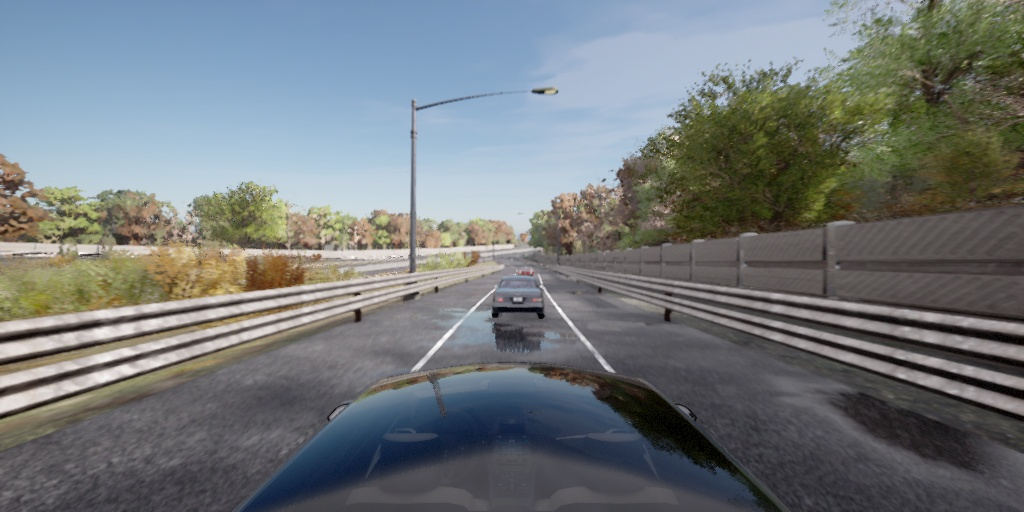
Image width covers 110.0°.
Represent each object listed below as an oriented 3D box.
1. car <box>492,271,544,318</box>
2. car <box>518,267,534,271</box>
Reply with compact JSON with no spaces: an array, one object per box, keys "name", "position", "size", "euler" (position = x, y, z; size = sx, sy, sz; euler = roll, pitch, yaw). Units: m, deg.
[{"name":"car","position":[0.251,1.462,13.890],"size":[2.033,1.411,5.357],"euler":[0,-1,1]},{"name":"car","position":[1.615,1.944,42.036],"size":[1.895,1.301,4.718],"euler":[0,-1,3]}]
